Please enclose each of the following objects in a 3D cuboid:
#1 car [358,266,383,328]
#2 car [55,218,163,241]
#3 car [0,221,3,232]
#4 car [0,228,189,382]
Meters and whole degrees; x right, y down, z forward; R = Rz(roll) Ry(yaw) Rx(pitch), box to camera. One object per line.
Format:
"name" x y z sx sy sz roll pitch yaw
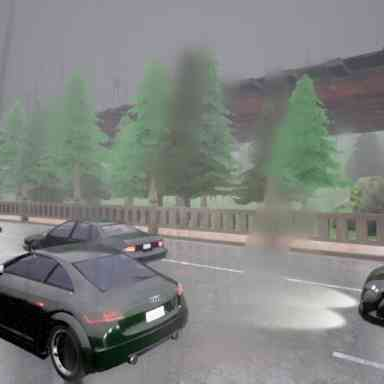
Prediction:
"car" 4.793 1.564 4.869 4.181 1.385 1.994 0 0 36
"car" -3.273 1.543 10.648 5.357 1.411 2.033 0 0 36
"car" -11.419 1.539 16.466 5.357 1.411 2.033 0 0 36
"car" -2.113 1.562 5.511 4.181 1.385 1.994 0 0 35
